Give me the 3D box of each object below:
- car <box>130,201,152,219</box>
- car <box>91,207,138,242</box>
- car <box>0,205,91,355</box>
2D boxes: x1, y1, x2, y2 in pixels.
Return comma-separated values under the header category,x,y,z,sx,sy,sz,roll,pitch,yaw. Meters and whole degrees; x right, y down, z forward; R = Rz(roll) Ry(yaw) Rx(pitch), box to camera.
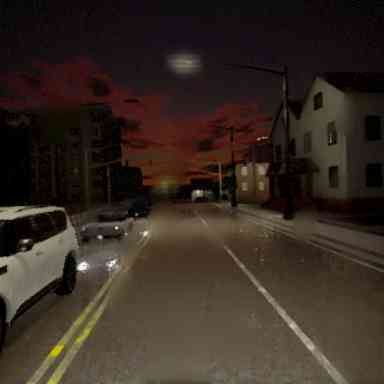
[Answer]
category,x,y,z,sx,sy,sz,roll,pitch,yaw
car,-4.685,1.626,29.961,1.837,1.490,4.892,-2,0,-2
car,-4.190,1.717,17.062,1.895,1.301,4.718,-2,0,-2
car,-3.760,1.332,6.025,2.150,2.045,5.566,-2,0,-2
